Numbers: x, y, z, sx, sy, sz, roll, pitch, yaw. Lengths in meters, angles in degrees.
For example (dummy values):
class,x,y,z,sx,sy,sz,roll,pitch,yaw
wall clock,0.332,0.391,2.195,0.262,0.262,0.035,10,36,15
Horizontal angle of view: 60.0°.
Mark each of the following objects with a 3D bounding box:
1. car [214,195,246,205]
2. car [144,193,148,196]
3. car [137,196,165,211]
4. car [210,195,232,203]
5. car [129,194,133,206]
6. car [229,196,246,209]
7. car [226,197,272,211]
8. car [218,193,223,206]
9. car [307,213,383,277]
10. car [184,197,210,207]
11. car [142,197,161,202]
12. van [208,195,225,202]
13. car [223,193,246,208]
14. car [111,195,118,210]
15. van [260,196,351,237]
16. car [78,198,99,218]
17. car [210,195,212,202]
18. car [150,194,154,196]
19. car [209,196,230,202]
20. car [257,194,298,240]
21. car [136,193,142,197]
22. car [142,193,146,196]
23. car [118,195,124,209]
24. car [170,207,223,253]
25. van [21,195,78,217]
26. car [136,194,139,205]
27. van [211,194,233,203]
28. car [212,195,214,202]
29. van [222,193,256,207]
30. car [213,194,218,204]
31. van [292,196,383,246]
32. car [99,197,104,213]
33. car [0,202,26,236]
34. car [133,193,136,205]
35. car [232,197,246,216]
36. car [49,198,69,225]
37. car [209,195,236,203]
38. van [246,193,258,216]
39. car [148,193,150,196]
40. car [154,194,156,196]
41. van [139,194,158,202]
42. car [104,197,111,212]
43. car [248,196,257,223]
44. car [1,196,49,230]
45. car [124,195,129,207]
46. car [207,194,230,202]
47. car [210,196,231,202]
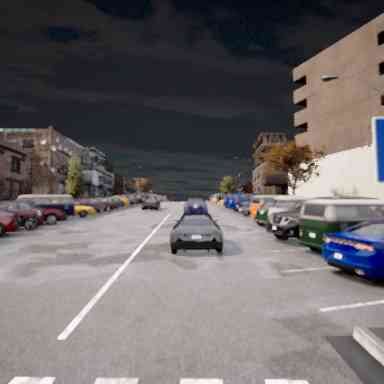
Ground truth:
class,x,y,z,sx,sy,sz,roll,pitch,yaw
car,6.905,1.446,60.210,5.366,1.575,1.946,1,-1,-20
car,-11.087,1.439,60.345,5.008,1.535,2.097,-1,-1,-20
car,-4.796,1.481,39.612,2.033,1.411,5.357,0,0,0
car,6.830,1.558,78.097,4.553,1.767,2.185,1,-1,-19
car,-11.113,1.399,45.675,5.008,1.535,2.097,-1,0,-20
car,6.621,1.470,33.162,4.792,1.488,2.163,1,0,-19
car,6.668,1.430,39.181,4.892,1.521,2.231,1,0,-20
car,6.716,1.172,42.195,5.566,2.045,2.435,1,0,-20
car,6.014,1.486,9.137,5.008,1.535,2.097,1,0,-18
car,0.327,1.299,30.727,2.097,1.767,4.553,0,0,1
car,-10.831,1.998,89.684,4.674,1.452,2.002,0,-2,-19
van,6.922,1.829,93.028,4.442,1.987,1.878,1,-2,-19
car,6.669,1.183,36.176,5.566,2.045,2.435,1,0,-19
car,-11.122,1.413,36.870,5.008,1.535,2.097,-1,0,-20
van,6.149,1.242,18.088,4.442,1.987,1.878,1,0,-18
car,-10.912,1.421,28.126,5.366,1.575,1.946,-1,0,-20
car,6.573,1.463,63.077,5.366,1.575,1.946,1,0,-20
car,-11.079,1.244,66.201,5.566,2.045,2.435,-1,0,-20
car,6.949,1.843,84.097,4.792,1.488,2.163,1,-2,-19
car,6.154,1.223,15.117,5.566,2.045,2.435,1,0,-18
car,-11.075,1.280,54.483,4.553,1.767,2.185,-1,0,-20
car,-11.087,1.418,57.413,5.008,1.535,2.097,-1,0,-20
car,-11.113,1.409,39.805,4.892,1.521,2.231,-1,0,-20
car,0.180,1.542,13.645,1.994,1.385,4.181,0,0,1
van,-11.186,1.207,25.082,4.442,1.987,1.878,-1,0,-20
car,-11.115,1.438,51.550,4.674,1.452,2.002,-1,0,-20
van,6.726,1.399,75.068,4.442,1.987,1.878,1,-1,-19
car,6.736,1.166,54.176,5.566,2.045,2.435,1,0,-20
van,6.807,1.188,48.218,4.442,1.987,1.878,1,0,-20
car,6.525,1.407,51.108,5.366,1.575,1.946,1,0,-20
van,6.210,1.256,12.173,4.442,1.987,1.878,1,0,-18
car,-11.106,1.422,30.997,5.008,1.535,2.097,-1,0,-20
car,-11.043,1.474,16.269,4.792,1.488,2.163,-1,0,-20
car,-11.088,1.271,48.616,4.553,1.767,2.185,-1,0,-20
car,6.551,1.447,30.142,4.892,1.521,2.231,1,0,-19
car,-11.064,1.435,22.182,5.008,1.535,2.097,-1,0,-20
car,6.634,1.574,72.050,5.366,1.575,1.946,1,-1,-19
van,6.522,1.233,24.175,4.442,1.987,1.878,1,0,-19
car,-11.241,1.461,63.219,5.366,1.575,1.946,-1,0,-20
car,-11.002,1.576,72.081,4.892,1.521,2.231,-1,-1,-20
van,-11.008,1.582,83.779,4.442,1.987,1.878,0,-1,-19
car,-11.079,1.446,33.943,4.792,1.488,2.163,-1,0,-20
car,6.306,1.338,21.123,4.553,1.767,2.185,1,0,-19
car,-11.009,1.314,19.238,4.553,1.767,2.185,-1,0,-20
car,-11.112,1.404,42.737,4.892,1.521,2.231,-1,0,-20
car,6.938,1.635,87.066,5.566,2.045,2.435,1,-1,-19
car,6.884,1.785,81.093,4.674,1.452,2.002,1,-2,-19
